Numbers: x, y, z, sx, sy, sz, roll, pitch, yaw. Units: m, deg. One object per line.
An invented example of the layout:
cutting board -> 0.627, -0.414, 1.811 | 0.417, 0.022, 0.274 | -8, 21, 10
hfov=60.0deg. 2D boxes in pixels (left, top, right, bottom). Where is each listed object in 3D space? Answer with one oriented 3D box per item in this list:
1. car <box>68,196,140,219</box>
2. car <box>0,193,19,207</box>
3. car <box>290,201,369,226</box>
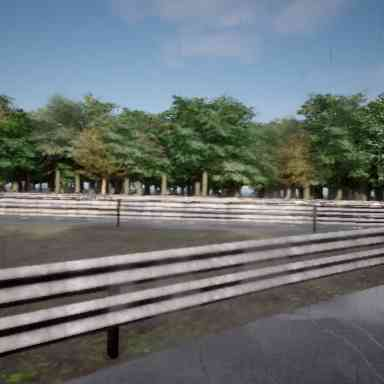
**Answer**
car -> -6.060, 1.033, 23.066 | 4.902, 1.511, 2.128 | 1, 0, 4
car -> -18.387, 0.726, 30.903 | 5.008, 1.535, 1.882 | 1, 0, 5
car -> 9.032, 1.387, 22.005 | 4.902, 1.511, 2.128 | 1, 0, 4
